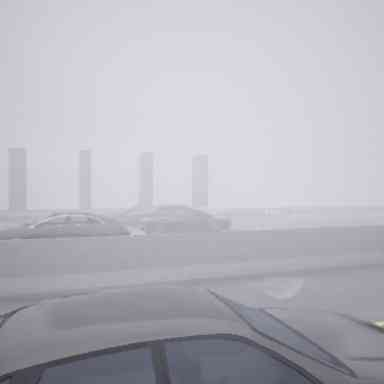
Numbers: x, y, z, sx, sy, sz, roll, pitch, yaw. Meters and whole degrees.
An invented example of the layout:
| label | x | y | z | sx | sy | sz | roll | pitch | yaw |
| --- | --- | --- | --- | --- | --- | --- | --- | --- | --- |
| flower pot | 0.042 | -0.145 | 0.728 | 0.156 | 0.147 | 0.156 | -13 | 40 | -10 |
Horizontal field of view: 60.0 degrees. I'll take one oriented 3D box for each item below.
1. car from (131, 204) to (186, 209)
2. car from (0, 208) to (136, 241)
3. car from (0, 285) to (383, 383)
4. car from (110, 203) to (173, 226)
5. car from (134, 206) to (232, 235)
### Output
| label | x | y | z | sx | sy | sz | roll | pitch | yaw |
| --- | --- | --- | --- | --- | --- | --- | --- | --- | --- |
| car | -1.665 | 1.499 | 20.738 | 4.892 | 1.490 | 1.837 | 0 | 0 | -18 |
| car | -4.794 | 1.491 | 12.363 | 4.902 | 1.511 | 2.128 | 0 | 0 | -18 |
| car | -0.239 | 1.546 | 2.592 | 5.357 | 1.411 | 2.033 | 0 | 0 | -18 |
| car | -3.641 | 1.557 | 23.774 | 4.181 | 1.385 | 1.994 | 0 | 0 | -18 |
| car | -0.426 | 1.594 | 17.460 | 4.718 | 1.301 | 1.895 | 0 | 0 | -18 |
